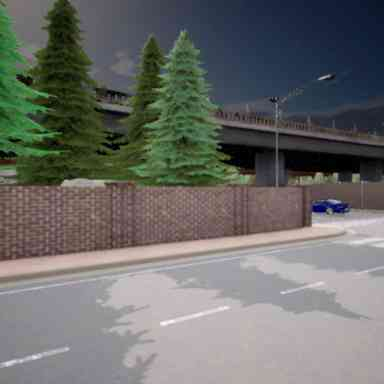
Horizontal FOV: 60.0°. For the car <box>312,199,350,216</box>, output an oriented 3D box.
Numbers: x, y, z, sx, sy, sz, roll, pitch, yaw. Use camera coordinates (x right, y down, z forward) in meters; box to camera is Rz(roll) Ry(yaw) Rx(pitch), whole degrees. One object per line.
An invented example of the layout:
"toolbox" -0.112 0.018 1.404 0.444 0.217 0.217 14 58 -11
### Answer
"car" 12.608 1.397 32.140 1.882 1.535 5.008 0 0 -33
